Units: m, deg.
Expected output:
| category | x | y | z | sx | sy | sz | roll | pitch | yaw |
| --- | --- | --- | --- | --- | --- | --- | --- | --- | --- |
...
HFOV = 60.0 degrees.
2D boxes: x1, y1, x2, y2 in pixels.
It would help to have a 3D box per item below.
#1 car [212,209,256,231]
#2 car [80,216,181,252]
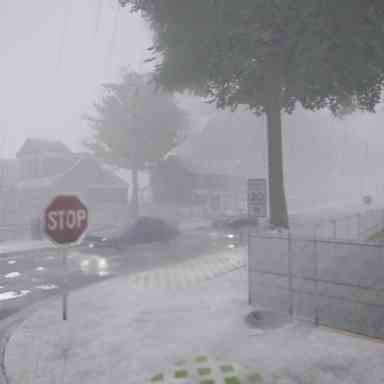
| category | x | y | z | sx | sy | sz | roll | pitch | yaw |
| --- | --- | --- | --- | --- | --- | --- | --- | --- | --- |
| car | 3.290 | 1.996 | 24.730 | 1.812 | 1.442 | 4.674 | -1 | -1 | 36 |
| car | -2.762 | 1.929 | 16.378 | 2.033 | 1.411 | 5.357 | -1 | -1 | 36 |
